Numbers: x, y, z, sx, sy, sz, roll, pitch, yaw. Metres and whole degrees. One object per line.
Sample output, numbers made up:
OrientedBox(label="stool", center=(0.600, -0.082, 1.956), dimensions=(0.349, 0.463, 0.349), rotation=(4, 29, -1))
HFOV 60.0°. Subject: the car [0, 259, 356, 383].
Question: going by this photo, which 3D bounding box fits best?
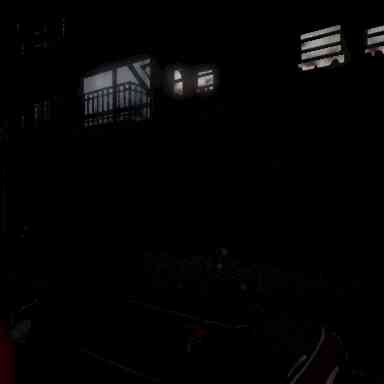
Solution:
OrientedBox(label="car", center=(-0.667, 1.437, 3.342), dimensions=(4.097, 1.590, 1.967), rotation=(0, 0, 36))
